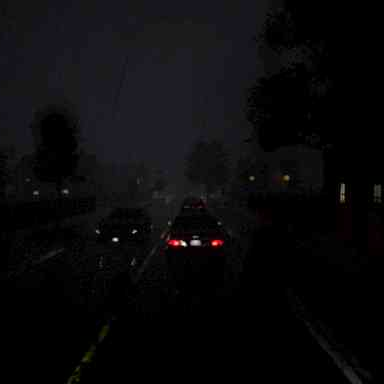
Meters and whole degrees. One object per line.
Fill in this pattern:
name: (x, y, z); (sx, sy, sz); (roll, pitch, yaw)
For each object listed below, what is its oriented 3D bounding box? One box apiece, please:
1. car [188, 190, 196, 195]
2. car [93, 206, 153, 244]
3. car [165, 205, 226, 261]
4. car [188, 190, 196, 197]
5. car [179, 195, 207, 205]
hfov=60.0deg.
car: (-0.073, 0.777, 81.423); (1.895, 1.301, 4.718); (0, 0, 0)
car: (-2.862, 1.370, 15.083); (2.033, 1.411, 5.357); (0, 1, 0)
car: (0.092, 1.409, 11.649); (2.033, 1.411, 5.357); (0, 1, 0)
car: (-0.084, 0.346, 93.491); (2.097, 1.767, 4.553); (0, 0, 0)
car: (0.075, 1.204, 24.964); (2.128, 1.511, 4.902); (0, 1, 0)
